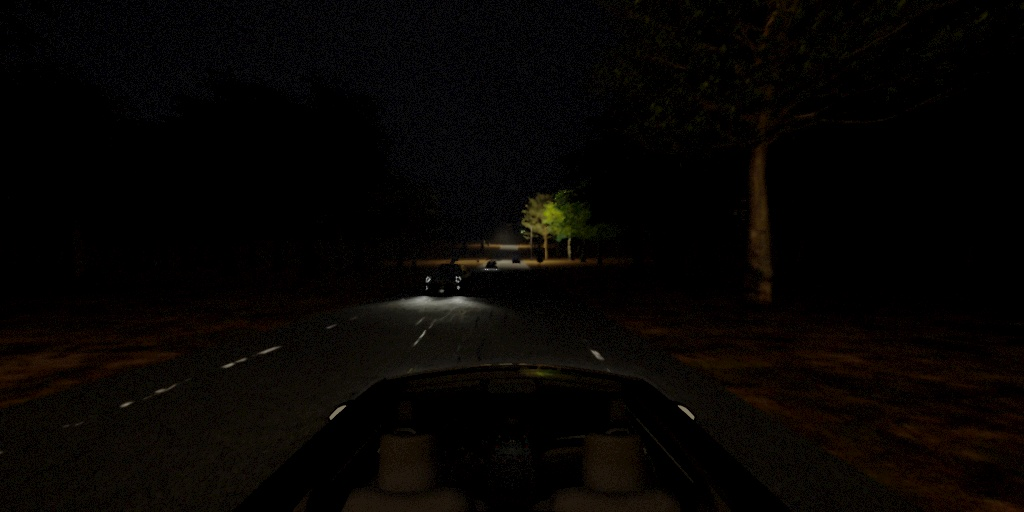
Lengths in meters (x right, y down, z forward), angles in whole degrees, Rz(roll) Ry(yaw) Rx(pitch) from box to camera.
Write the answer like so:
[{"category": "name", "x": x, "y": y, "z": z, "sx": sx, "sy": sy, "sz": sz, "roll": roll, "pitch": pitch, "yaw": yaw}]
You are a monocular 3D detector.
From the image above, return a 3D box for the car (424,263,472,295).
[{"category": "car", "x": -3.580, "y": 1.217, "z": 20.558, "sx": 2.097, "sy": 1.767, "sz": 4.553, "roll": 0, "pitch": 0, "yaw": 0}]

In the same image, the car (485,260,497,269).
[{"category": "car", "x": -3.481, "y": 1.467, "z": 61.843, "sx": 2.033, "sy": 1.411, "sz": 5.357, "roll": 0, "pitch": 0, "yaw": 0}]
